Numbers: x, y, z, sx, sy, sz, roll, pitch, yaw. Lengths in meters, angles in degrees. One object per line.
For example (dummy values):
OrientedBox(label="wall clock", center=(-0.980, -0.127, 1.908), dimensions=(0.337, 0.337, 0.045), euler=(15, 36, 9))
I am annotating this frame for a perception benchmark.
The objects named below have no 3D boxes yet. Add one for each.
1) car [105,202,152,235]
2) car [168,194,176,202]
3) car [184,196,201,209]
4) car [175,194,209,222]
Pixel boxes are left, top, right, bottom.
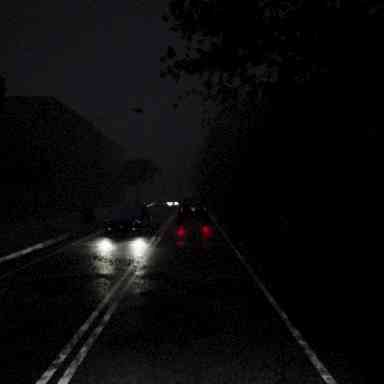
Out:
OrientedBox(label="car", center=(-3.359, 1.348, 18.218), dimensions=(1.882, 1.535, 5.008), euler=(0, 0, 0))
OrientedBox(label="car", center=(-3.324, 1.056, 59.951), dimensions=(2.128, 1.511, 4.902), euler=(0, 0, 1))
OrientedBox(label="car", center=(0.078, 1.245, 41.471), dimensions=(2.033, 1.411, 5.357), euler=(0, 0, 0))
OrientedBox(label="car", center=(0.088, 1.178, 24.241), dimensions=(2.097, 1.767, 4.553), euler=(0, 0, 0))
